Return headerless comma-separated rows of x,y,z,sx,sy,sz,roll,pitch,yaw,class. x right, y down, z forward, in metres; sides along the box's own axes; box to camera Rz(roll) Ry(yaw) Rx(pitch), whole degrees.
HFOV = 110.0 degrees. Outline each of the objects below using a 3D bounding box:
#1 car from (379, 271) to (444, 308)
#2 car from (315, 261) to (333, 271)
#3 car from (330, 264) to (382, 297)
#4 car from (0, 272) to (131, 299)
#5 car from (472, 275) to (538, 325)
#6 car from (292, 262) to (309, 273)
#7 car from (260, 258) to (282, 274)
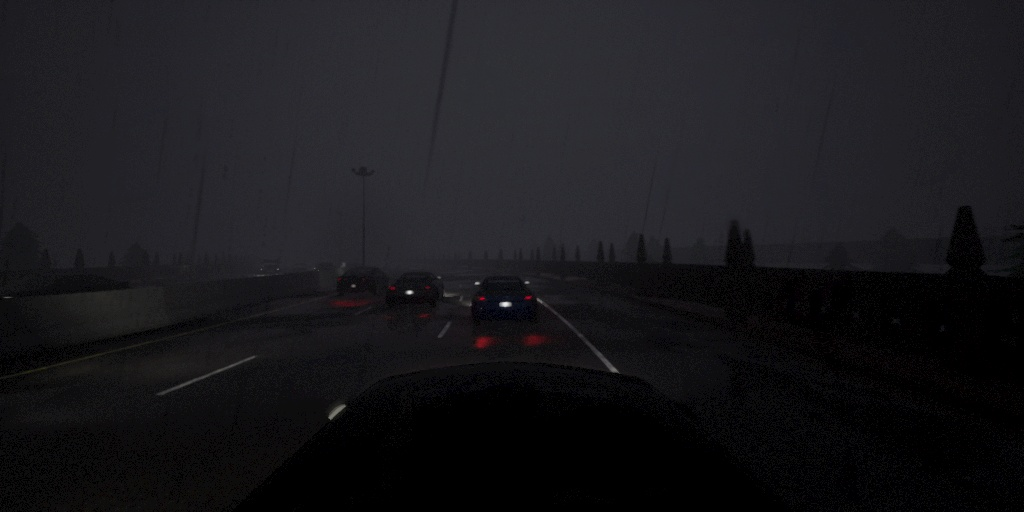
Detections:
-4.116,1.365,15.698,1.994,1.385,4.181,-1,0,-6,car
-21.814,1.509,42.122,1.837,1.490,4.892,0,0,-23,car
-8.170,1.325,20.116,1.882,1.535,5.008,0,0,-8,car
-18.180,1.431,14.245,1.882,1.535,5.008,0,0,-6,car
-0.304,1.322,12.008,1.994,1.385,4.181,-1,0,-3,car
-30.501,1.629,51.786,1.812,1.442,4.674,-1,0,-29,car
-33.496,1.357,49.980,2.150,2.045,5.566,-1,0,-29,car
